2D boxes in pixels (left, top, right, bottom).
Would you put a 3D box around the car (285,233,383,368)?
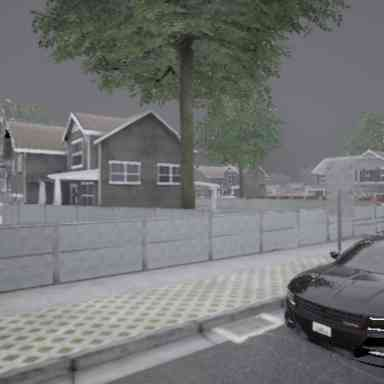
[{"bbox_3d":[3.691,1.473,5.687,5.008,1.535,1.882,0,0,-35],"label":"car"}]
